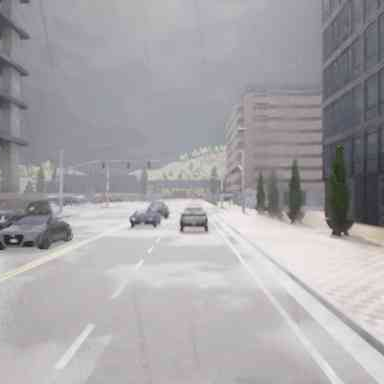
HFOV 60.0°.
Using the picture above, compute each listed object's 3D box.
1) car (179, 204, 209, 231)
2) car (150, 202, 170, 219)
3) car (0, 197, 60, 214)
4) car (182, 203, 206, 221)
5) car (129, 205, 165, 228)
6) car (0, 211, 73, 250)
[{"bbox_3d":[0.132,1.779,22.749,2.128,1.511,4.902,0,-1,0],"label":"car"},{"bbox_3d":[-3.451,1.781,34.186,2.097,1.767,4.553,0,-1,0],"label":"car"},{"bbox_3d":[-10.541,1.480,20.497,2.150,2.045,5.566,0,-1,1],"label":"car"},{"bbox_3d":[0.146,1.897,32.158,2.128,1.511,4.902,0,-1,0],"label":"car"},{"bbox_3d":[-3.409,1.918,25.198,1.895,1.301,4.718,0,-1,0],"label":"car"},{"bbox_3d":[-6.998,1.753,15.081,1.994,1.385,4.181,0,-1,1],"label":"car"}]
